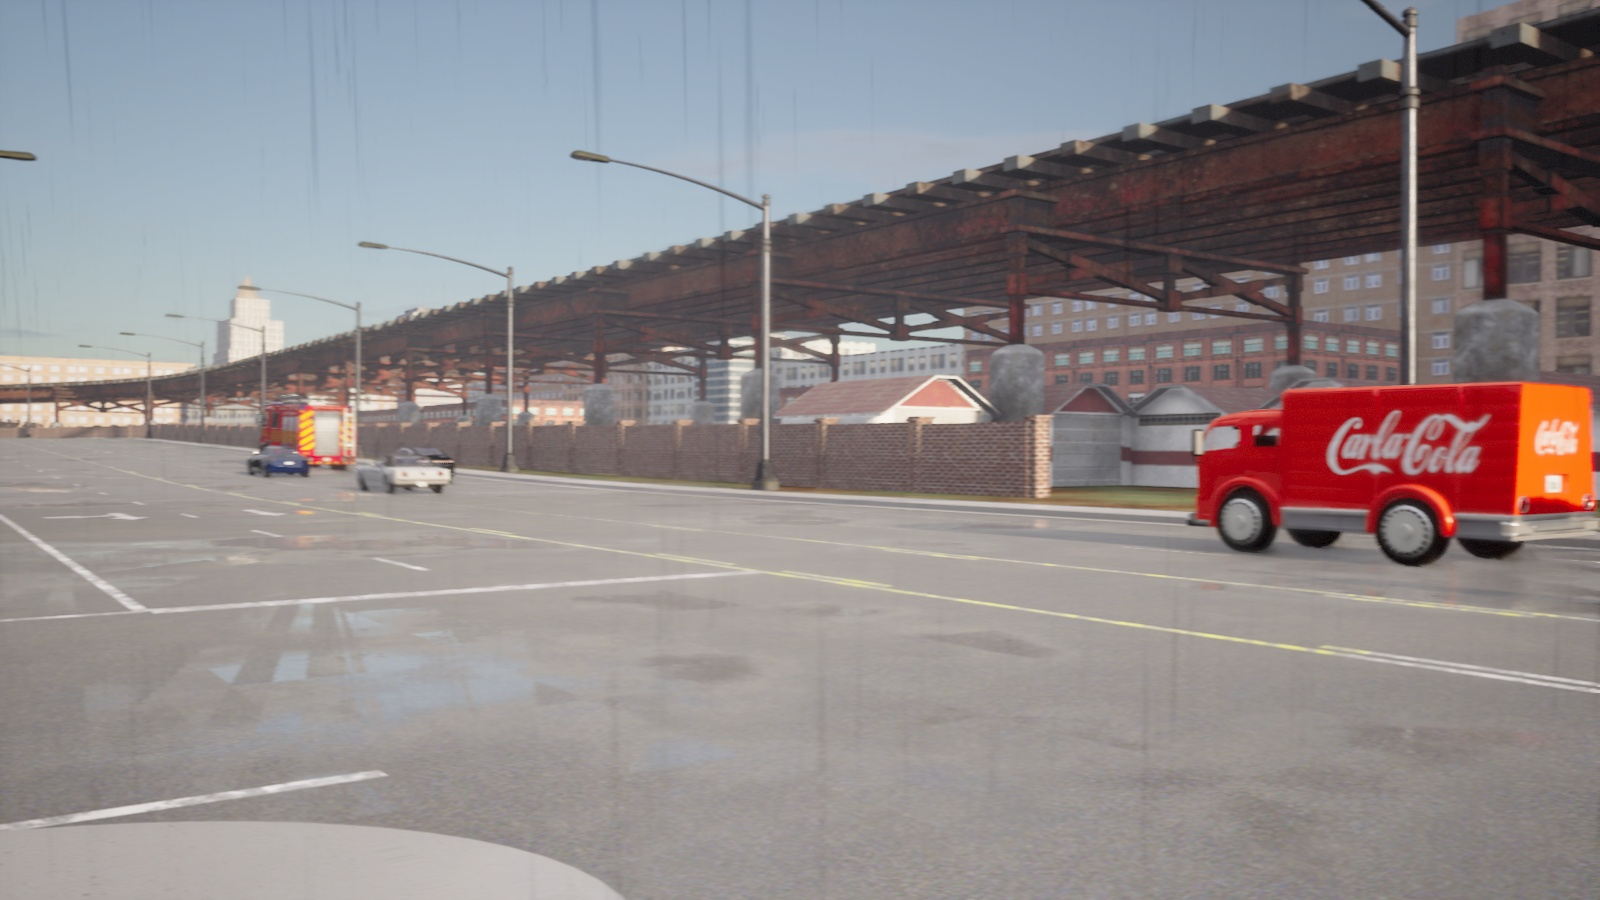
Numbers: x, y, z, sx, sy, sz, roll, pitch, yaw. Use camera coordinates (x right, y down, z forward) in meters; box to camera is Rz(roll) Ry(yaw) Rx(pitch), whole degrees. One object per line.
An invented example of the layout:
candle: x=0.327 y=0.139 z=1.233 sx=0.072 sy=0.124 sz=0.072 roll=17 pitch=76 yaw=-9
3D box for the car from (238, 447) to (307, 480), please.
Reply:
car: x=-24.083 y=0.594 z=57.289 sx=1.994 sy=1.385 sz=4.181 roll=0 pitch=1 yaw=-36

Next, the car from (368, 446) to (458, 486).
car: x=-16.186 y=0.638 z=52.324 sx=2.128 sy=1.511 sz=4.902 roll=0 pitch=1 yaw=-36

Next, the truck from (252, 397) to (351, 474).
truck: x=-26.668 y=-0.822 z=66.859 sx=2.891 sy=3.827 sz=8.468 roll=0 pitch=1 yaw=-36

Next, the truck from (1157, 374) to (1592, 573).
truck: x=8.225 y=0.296 z=18.484 sx=2.627 sy=2.467 sz=5.204 roll=0 pitch=0 yaw=-36

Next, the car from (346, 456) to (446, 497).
car: x=-13.991 y=0.867 z=43.297 sx=1.895 sy=1.301 sz=4.718 roll=0 pitch=0 yaw=-36
